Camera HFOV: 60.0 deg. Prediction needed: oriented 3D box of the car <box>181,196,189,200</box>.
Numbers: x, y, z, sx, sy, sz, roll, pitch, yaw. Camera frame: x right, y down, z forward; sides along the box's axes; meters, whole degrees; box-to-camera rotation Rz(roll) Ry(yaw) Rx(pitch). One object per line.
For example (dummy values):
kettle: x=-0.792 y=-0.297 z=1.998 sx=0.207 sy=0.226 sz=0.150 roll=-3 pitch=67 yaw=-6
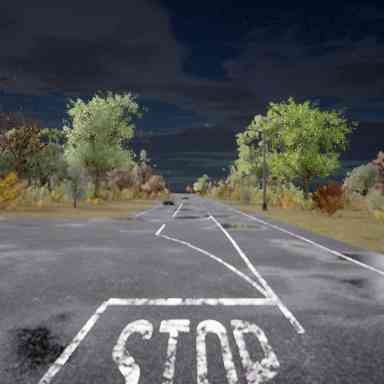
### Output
car: x=-1.971 y=1.627 z=91.633 sx=1.895 sy=1.301 sz=4.718 roll=0 pitch=0 yaw=6

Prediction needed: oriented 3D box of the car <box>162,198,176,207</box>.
car: x=-3.553 y=1.614 z=52.002 sx=1.895 sy=1.301 sz=4.718 roll=0 pitch=0 yaw=-1
